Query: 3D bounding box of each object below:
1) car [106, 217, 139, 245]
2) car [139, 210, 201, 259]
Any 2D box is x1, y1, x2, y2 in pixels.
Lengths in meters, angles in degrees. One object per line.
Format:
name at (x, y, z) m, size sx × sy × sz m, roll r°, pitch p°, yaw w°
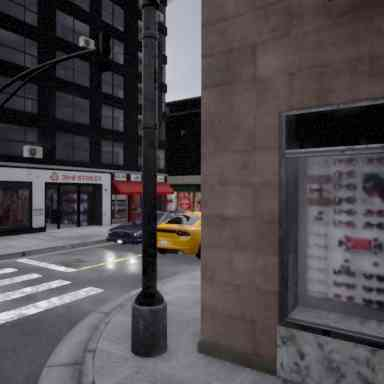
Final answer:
car at (-1.372, 1.564, 15.272) m, size 2.033 × 1.411 × 5.357 m, roll 0°, pitch 0°, yaw 33°
car at (0.461, 1.501, 12.875) m, size 1.882 × 1.535 × 5.008 m, roll 0°, pitch 0°, yaw 33°
